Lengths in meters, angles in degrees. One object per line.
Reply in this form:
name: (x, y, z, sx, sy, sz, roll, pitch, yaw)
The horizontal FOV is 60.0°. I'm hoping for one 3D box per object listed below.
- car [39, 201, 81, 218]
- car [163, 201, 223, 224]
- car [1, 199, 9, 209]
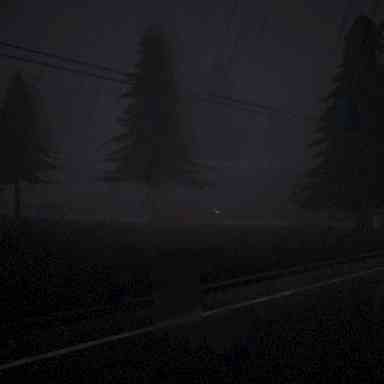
car: (-12.497, 1.587, 31.323, 4.674, 1.442, 1.812, 0, 0, 32)
car: (0.134, 1.473, 26.024, 4.553, 1.767, 2.097, 0, 0, 10)
car: (-25.668, 1.599, 44.187, 1.994, 1.385, 4.181, 1, 0, -36)
